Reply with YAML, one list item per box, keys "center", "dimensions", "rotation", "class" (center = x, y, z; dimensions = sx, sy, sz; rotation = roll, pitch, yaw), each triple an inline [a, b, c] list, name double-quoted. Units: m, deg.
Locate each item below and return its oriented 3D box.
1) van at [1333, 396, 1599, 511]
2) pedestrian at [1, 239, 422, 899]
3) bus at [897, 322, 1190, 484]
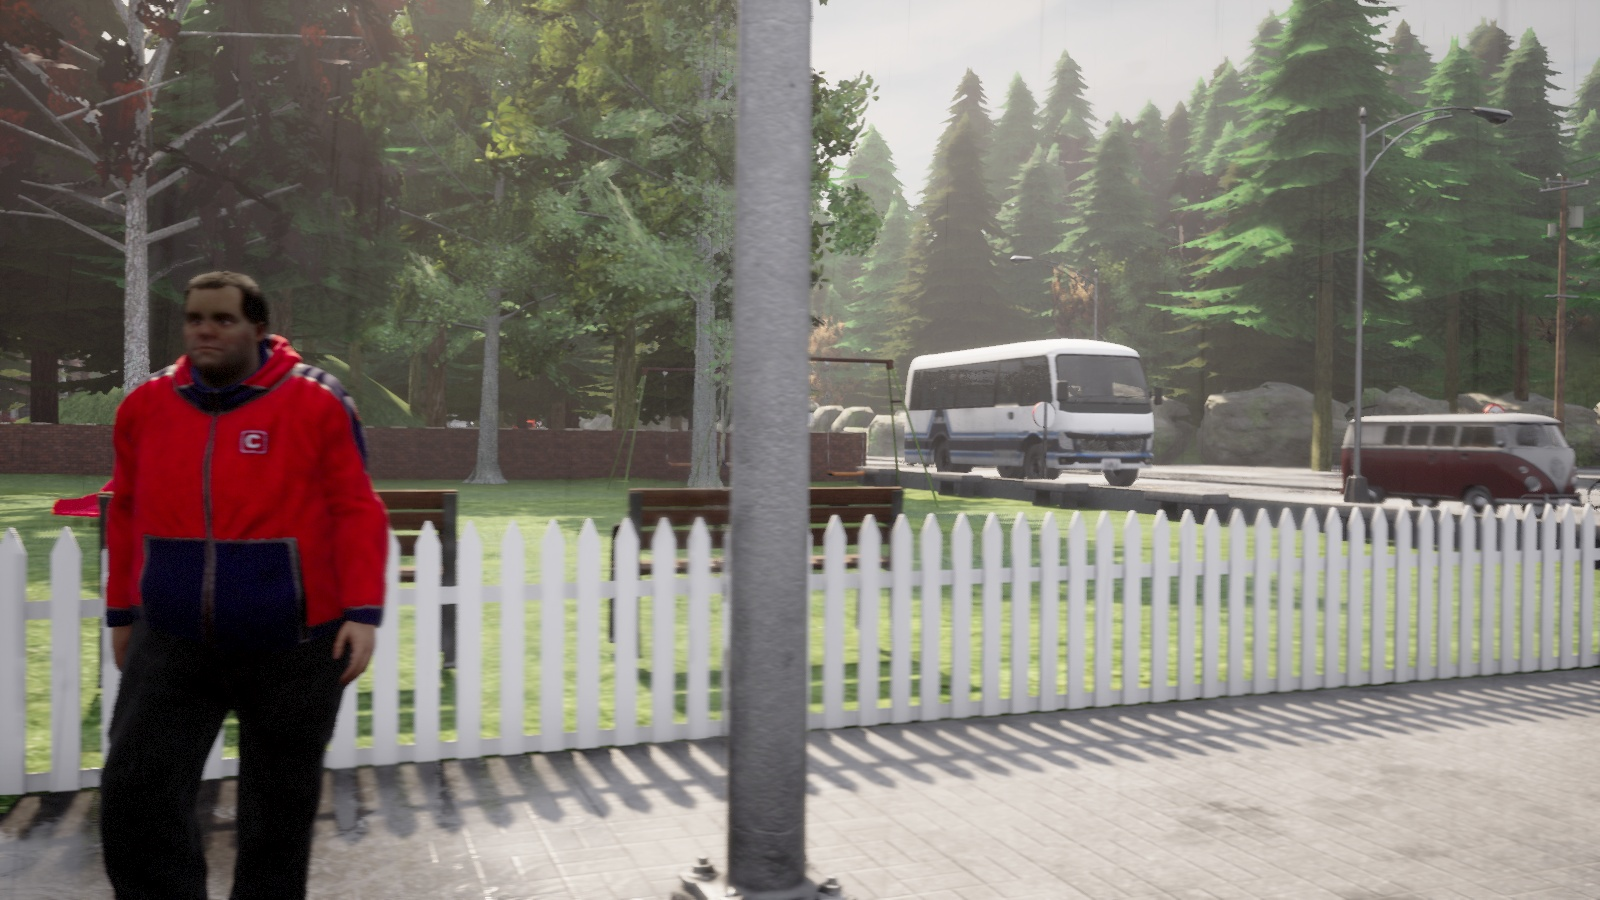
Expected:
- center: [12.576, 0.029, 24.063]
  dimensions: [1.775, 1.987, 4.442]
  rotation: [-1, 1, -21]
  class: "van"
- center: [-1.371, 0.472, 3.098]
  dimensions: [0.634, 1.844, 0.899]
  rotation: [-1, 1, -4]
  class: "pedestrian"
- center: [7.002, -1.276, 38.584]
  dimensions: [3.944, 4.253, 10.273]
  rotation: [-1, 0, -21]
  class: "bus"
